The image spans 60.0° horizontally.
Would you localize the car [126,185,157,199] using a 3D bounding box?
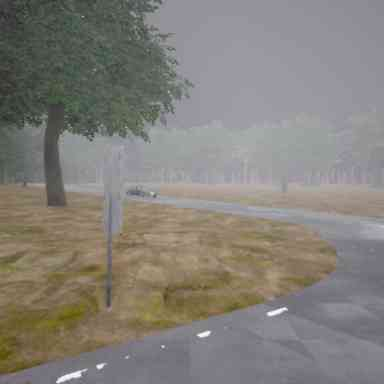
[{"bbox_3d":[-5.818,-0.066,38.266,2.128,1.511,4.902,2,2,-38],"label":"car"}]
